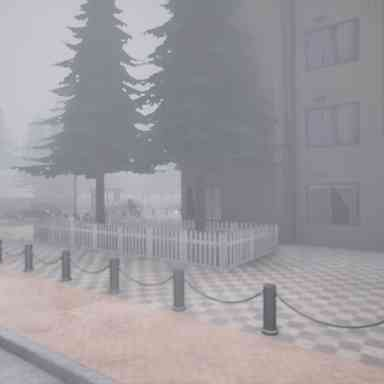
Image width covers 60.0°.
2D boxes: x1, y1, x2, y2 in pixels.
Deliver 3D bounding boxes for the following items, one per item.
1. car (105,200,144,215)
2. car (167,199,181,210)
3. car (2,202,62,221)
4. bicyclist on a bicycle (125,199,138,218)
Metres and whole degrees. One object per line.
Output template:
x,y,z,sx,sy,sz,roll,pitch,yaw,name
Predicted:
-7.563,1.616,36.757,1.882,1.535,5.008,0,0,37,car
-1.351,1.663,44.887,1.812,1.442,4.674,0,0,37,car
-13.689,1.631,28.704,2.128,1.511,4.902,0,0,37,car
-5.084,1.398,27.663,1.656,1.620,0.582,-1,0,37,bicyclist on a bicycle
